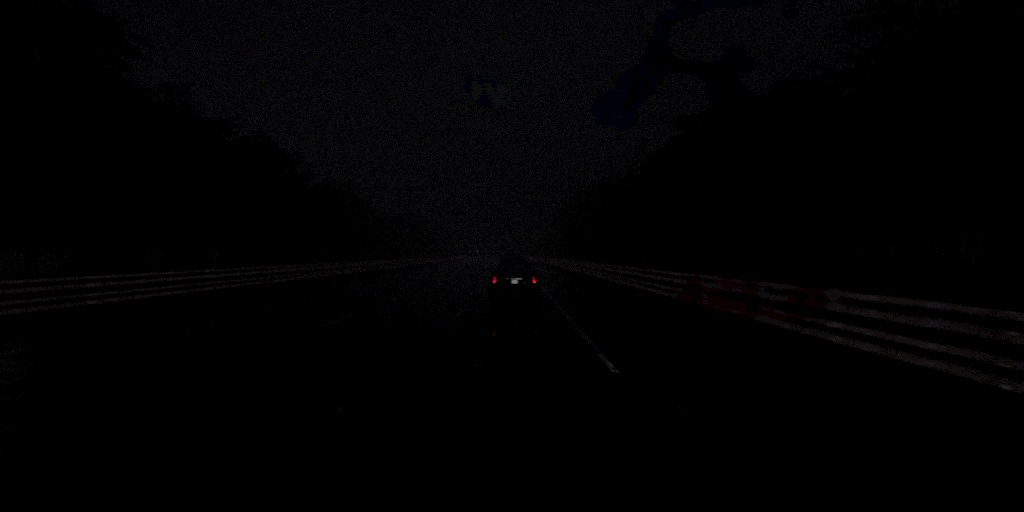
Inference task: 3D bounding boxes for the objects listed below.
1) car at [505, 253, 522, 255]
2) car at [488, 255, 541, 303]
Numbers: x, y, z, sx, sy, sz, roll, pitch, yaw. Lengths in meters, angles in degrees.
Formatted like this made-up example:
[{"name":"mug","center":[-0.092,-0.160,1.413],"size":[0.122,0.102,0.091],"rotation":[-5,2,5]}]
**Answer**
[{"name":"car","center":[0.103,0.722,34.650],"size":[2.150,2.045,5.566],"rotation":[0,0,0]},{"name":"car","center":[0.110,0.993,16.040],"size":[2.097,1.767,4.553],"rotation":[0,0,0]}]
